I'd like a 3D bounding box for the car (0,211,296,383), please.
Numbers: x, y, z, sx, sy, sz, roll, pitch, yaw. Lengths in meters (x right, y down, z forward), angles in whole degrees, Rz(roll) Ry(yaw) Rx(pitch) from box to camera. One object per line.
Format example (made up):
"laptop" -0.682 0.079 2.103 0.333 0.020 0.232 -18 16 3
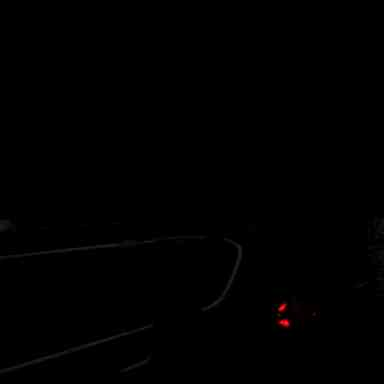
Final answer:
"car" -1.708 1.223 2.166 5.566 2.045 2.150 0 0 -35
